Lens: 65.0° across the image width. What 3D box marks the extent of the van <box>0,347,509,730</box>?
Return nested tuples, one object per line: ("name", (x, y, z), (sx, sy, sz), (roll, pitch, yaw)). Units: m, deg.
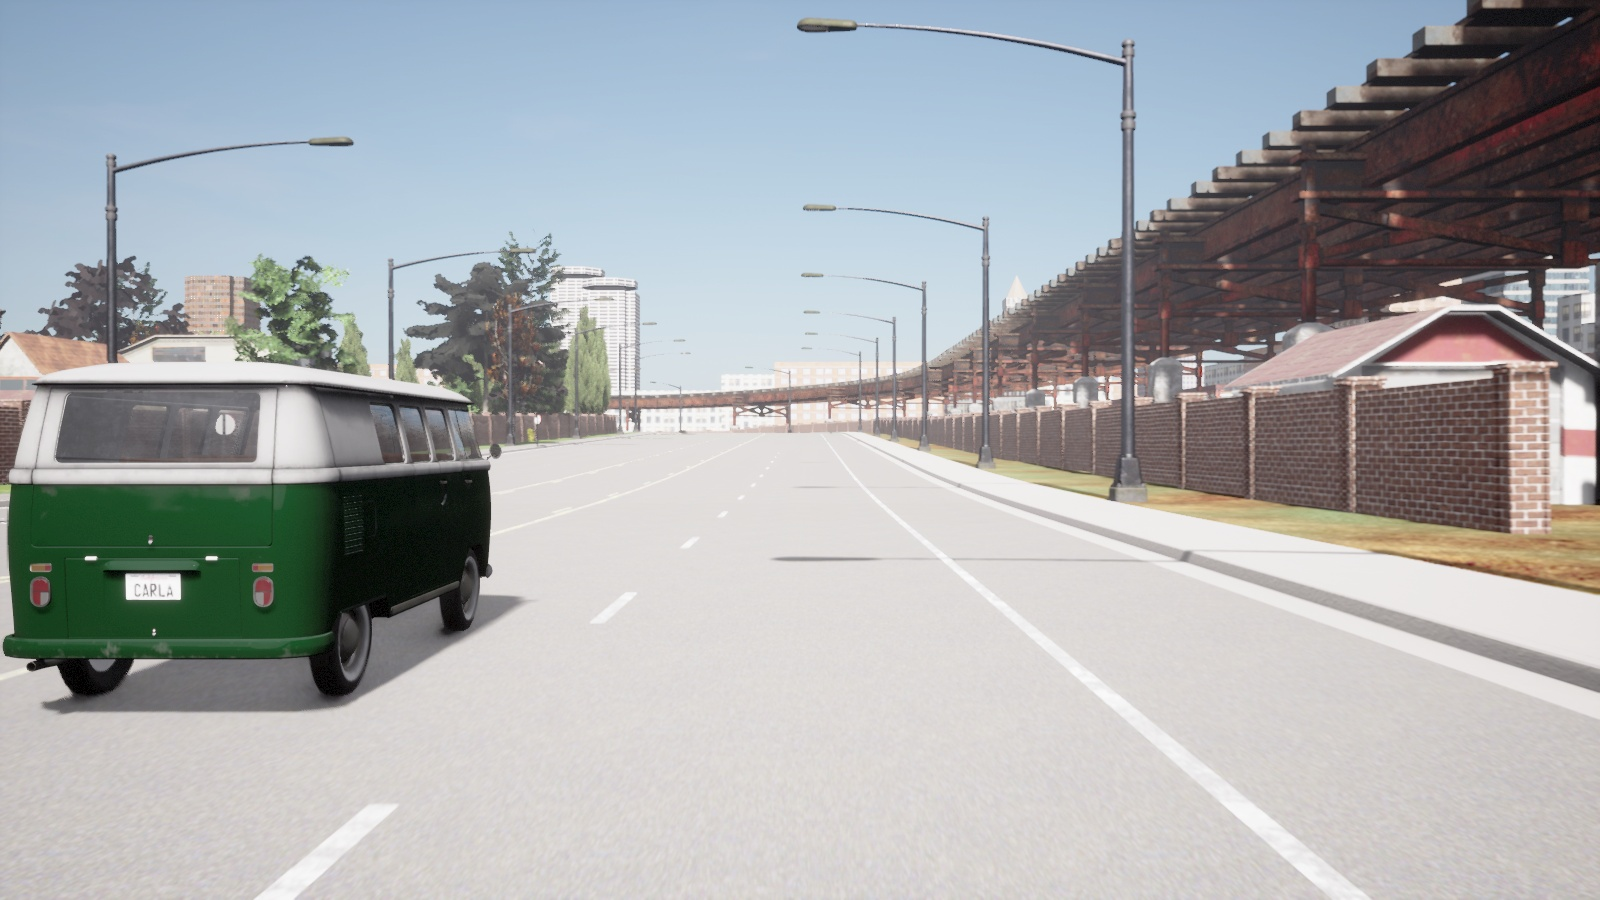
("van", (-3.437, 0.447, 8.745), (1.775, 1.987, 4.442), (0, 0, 0))
